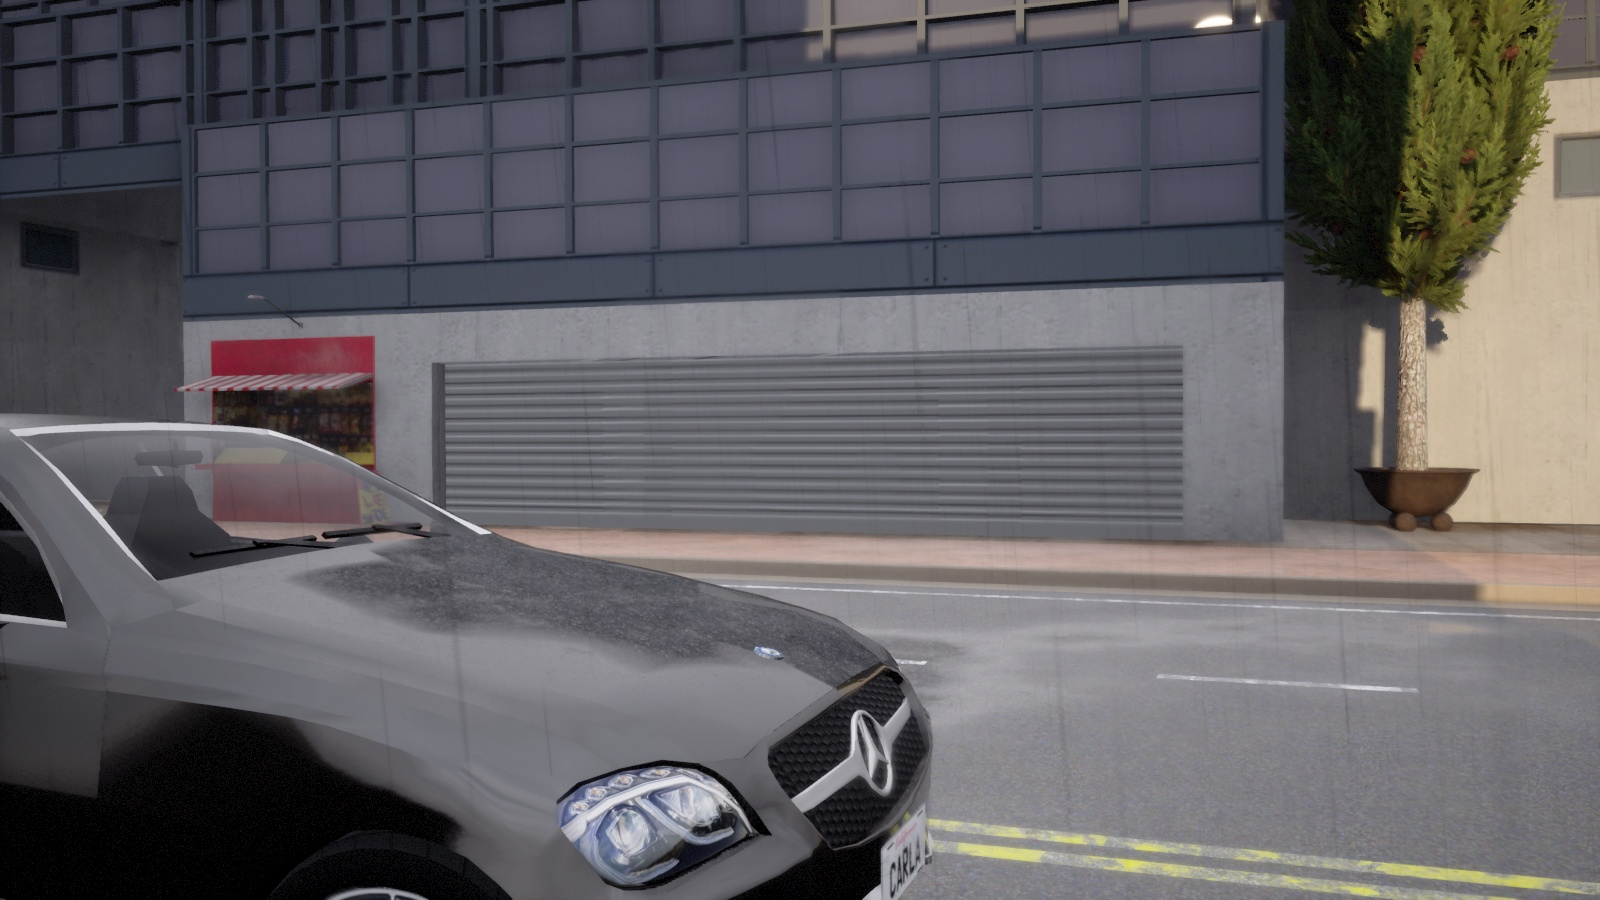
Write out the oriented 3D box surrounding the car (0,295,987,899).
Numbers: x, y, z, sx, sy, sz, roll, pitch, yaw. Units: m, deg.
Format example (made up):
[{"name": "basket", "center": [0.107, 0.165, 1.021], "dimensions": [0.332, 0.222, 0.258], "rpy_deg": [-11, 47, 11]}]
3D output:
[{"name": "car", "center": [-2.120, 0.535, 3.904], "dimensions": [5.027, 1.651, 2.152], "rpy_deg": [1, 1, 19]}]
